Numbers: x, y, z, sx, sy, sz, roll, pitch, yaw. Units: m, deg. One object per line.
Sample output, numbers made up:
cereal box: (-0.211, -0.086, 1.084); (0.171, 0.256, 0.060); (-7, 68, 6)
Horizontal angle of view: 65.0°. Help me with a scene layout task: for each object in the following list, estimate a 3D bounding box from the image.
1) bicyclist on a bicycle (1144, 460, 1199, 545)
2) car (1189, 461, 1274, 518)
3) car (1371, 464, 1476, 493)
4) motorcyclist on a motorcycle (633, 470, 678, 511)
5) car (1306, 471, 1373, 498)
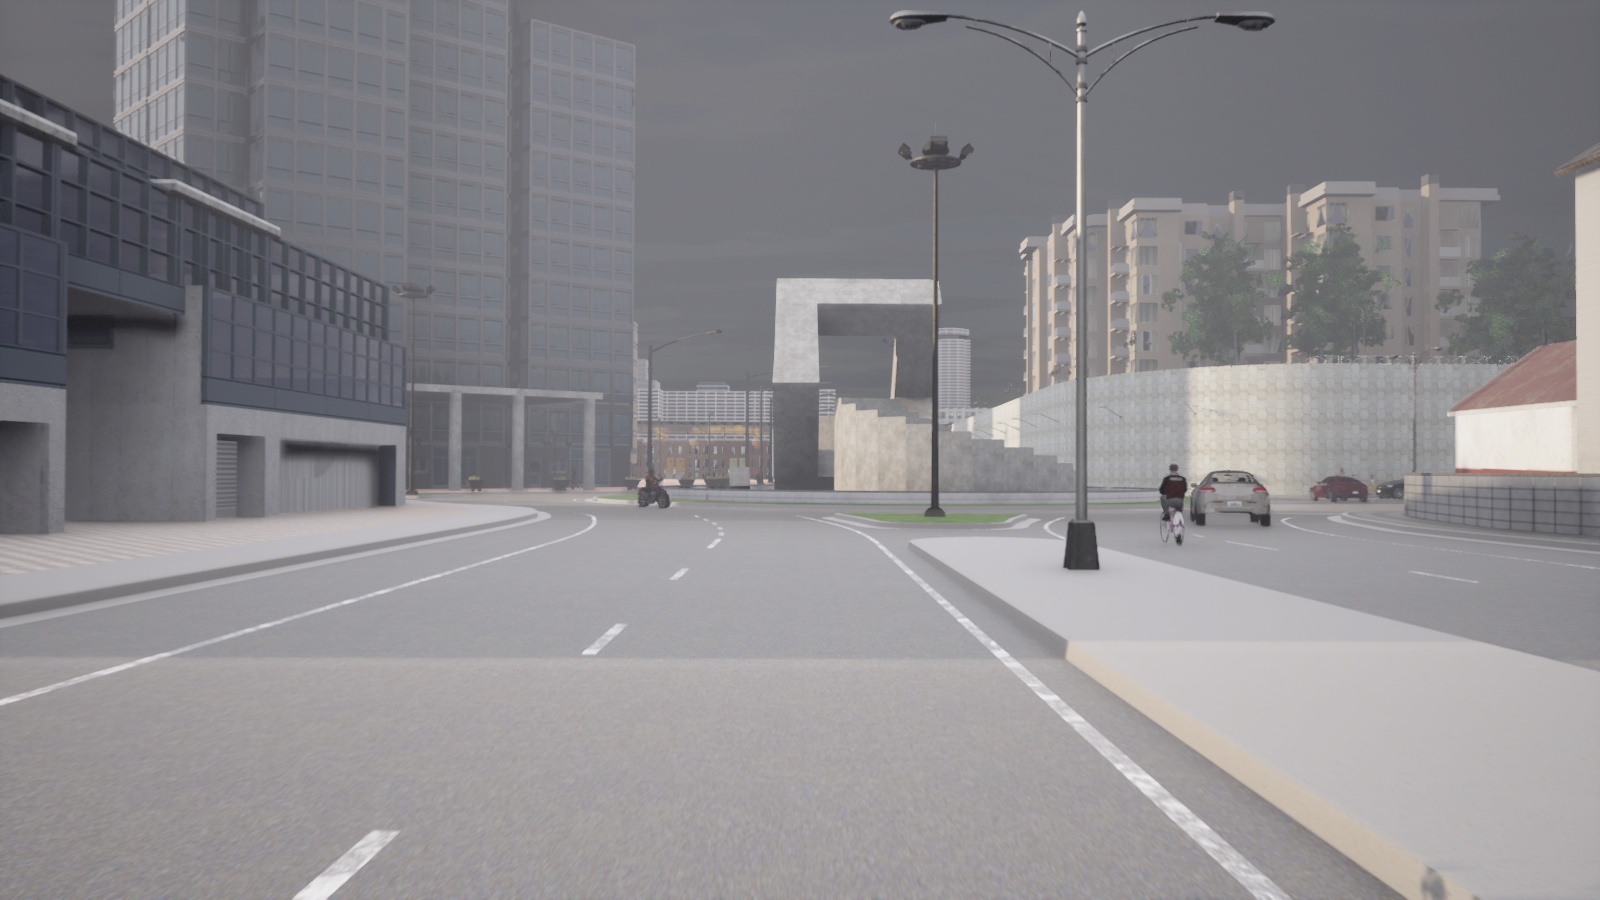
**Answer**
bicyclist on a bicycle: (7.999, 1.110, 27.119); (0.659, 1.776, 1.843); (0, -1, 1)
car: (13.312, 1.197, 39.019); (2.152, 1.651, 5.027); (-1, -1, 15)
car: (36.399, 1.684, 73.439); (5.027, 1.651, 2.152); (0, -1, 2)
motorcyclist on a motorcycle: (-6.049, 1.671, 52.384); (0.766, 1.649, 2.350); (0, -1, -38)
car: (29.499, 1.880, 68.785); (1.812, 1.442, 4.674); (0, -1, 3)
